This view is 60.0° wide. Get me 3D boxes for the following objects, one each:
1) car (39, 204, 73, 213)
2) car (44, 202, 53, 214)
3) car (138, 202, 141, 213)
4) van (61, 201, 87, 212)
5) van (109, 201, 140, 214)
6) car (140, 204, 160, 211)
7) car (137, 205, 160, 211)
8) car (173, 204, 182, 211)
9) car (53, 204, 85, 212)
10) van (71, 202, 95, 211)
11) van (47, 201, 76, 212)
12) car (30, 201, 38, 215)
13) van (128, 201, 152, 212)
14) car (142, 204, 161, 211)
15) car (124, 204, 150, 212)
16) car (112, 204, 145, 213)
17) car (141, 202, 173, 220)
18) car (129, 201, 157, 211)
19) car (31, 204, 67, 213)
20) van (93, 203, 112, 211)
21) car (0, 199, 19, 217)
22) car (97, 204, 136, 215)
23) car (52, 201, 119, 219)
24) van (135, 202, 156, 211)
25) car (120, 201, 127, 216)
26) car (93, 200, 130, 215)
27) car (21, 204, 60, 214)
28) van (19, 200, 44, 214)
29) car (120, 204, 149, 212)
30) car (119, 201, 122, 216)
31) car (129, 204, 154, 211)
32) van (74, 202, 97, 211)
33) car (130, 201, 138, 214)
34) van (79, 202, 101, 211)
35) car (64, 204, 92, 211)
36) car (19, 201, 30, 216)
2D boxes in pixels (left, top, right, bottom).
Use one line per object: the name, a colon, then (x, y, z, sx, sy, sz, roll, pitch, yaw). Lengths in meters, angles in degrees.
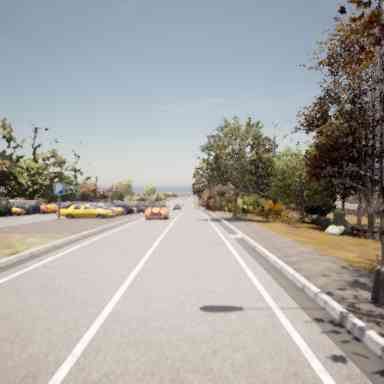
car: (-23.400, 2.790, 57.223, 4.892, 1.521, 2.231, 0, -2, 0)
car: (-23.378, 2.352, 48.922, 4.553, 1.767, 2.185, 0, -2, 0)
car: (-10.332, 2.510, 48.711, 4.674, 1.452, 2.002, 0, -2, 0)
van: (-23.285, 2.874, 65.535, 4.442, 1.987, 1.878, 0, -2, 0)
van: (-10.445, 2.348, 51.496, 4.442, 1.987, 1.878, 0, -2, 0)
car: (-10.283, 3.785, 81.982, 4.553, 1.767, 2.185, 0, -3, 0)
car: (-10.310, 3.762, 79.203, 5.008, 1.535, 2.097, 0, -3, 0)
car: (-3.261, 3.470, 74.169, 1.837, 1.490, 4.892, 0, -3, 0)
car: (-23.219, 2.993, 62.760, 5.366, 1.575, 1.946, 0, -2, 0)
van: (-23.283, 3.092, 70.922, 4.442, 1.987, 1.878, 0, -3, 0)
van: (-23.521, 2.667, 59.999, 4.442, 1.987, 1.878, 0, -2, 0)
car: (-23.406, 2.270, 43.380, 4.892, 1.521, 2.231, 0, -2, 0)
van: (-10.205, 2.868, 65.367, 4.442, 1.987, 1.878, 0, -2, 0)
car: (-10.282, 3.934, 84.754, 4.553, 1.767, 2.185, 0, -3, 0)
car: (-10.326, 3.030, 62.583, 4.674, 1.452, 2.002, 0, -2, 0)
car: (-10.333, 2.678, 54.262, 5.008, 1.535, 2.097, 0, -2, 0)
car: (-3.345, 1.807, 32.650, 2.097, 1.767, 4.553, 0, -2, 0)
car: (-10.348, 3.065, 70.900, 5.566, 2.045, 2.435, 0, -3, 0)
car: (-23.402, 2.685, 54.454, 5.008, 1.535, 2.097, 0, -2, 0)
van: (-23.508, 3.982, 87.527, 4.442, 1.987, 1.878, 0, -3, 0)
car: (-23.442, 1.819, 37.857, 5.566, 2.045, 2.435, 0, -2, 0)
car: (-10.361, 2.395, 45.938, 4.792, 1.488, 2.163, 0, -2, 0)
car: (-10.152, 1.892, 32.081, 5.366, 1.575, 1.946, 0, -2, 0)
van: (-10.202, 3.239, 73.671, 4.442, 1.987, 1.878, 0, -3, 0)
car: (-10.341, 2.064, 37.620, 5.008, 1.535, 2.097, 0, -2, 0)
car: (-10.365, 2.035, 40.400, 4.553, 1.767, 2.185, 0, -2, 0)
car: (-23.403, 2.576, 51.561, 5.008, 1.535, 2.097, 0, -2, 0)
van: (-23.527, 2.148, 46.158, 4.442, 1.987, 1.878, 0, -2, 0)
car: (-10.295, 2.915, 59.808, 4.792, 1.488, 2.163, 0, -2, 0)
car: (-10.342, 1.977, 34.849, 4.892, 1.521, 2.231, 0, -2, 0)
car: (-10.350, 3.228, 68.138, 4.792, 1.488, 2.163, 0, -3, 0)
van: (-23.515, 3.247, 73.821, 4.442, 1.987, 1.878, 0, -3, 0)
car: (-10.304, 2.011, 43.174, 5.566, 2.045, 2.435, 0, -2, 0)
van: (-23.514, 3.389, 76.462, 4.442, 1.987, 1.878, 0, -3, 0)
car: (-23.406, 3.204, 68.295, 5.008, 1.535, 2.097, 0, -2, 0)
car: (-23.228, 2.165, 40.615, 5.366, 1.575, 1.946, 0, -2, 0)
